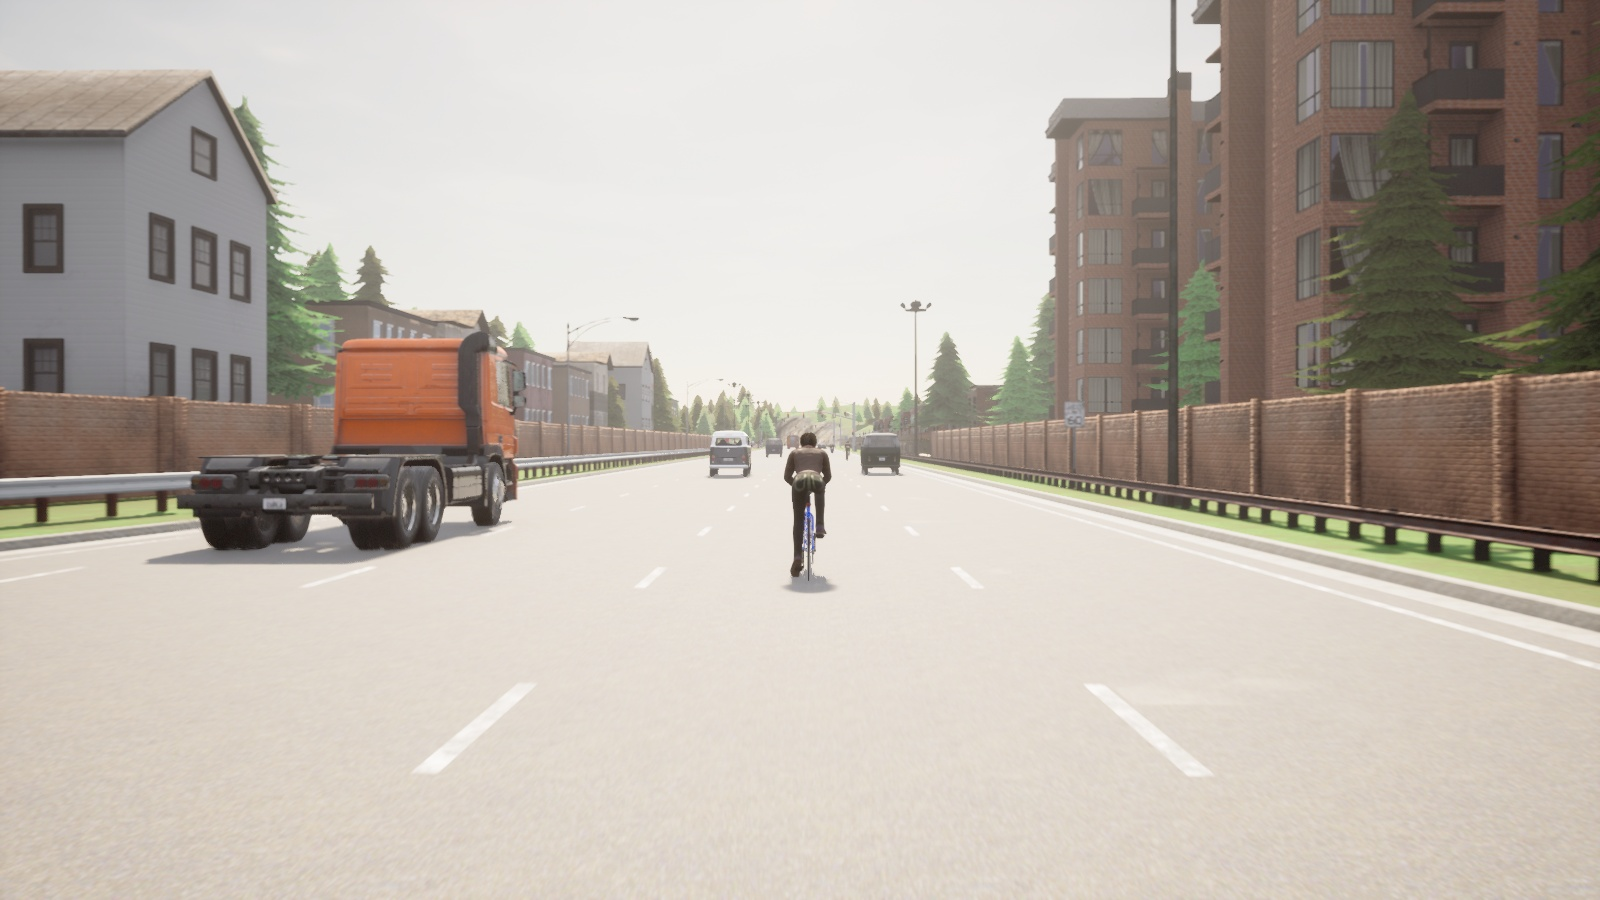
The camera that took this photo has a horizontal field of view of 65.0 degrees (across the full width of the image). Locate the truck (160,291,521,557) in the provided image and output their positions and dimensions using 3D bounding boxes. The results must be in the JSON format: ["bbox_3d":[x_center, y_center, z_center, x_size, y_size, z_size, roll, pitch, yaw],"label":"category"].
[{"bbox_3d":[-6.869,-0.355,20.323,2.891,3.462,7.936,0,0,0],"label":"truck"}]

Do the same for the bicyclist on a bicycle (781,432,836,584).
[{"bbox_3d":[0.096,0.620,14.183,0.582,1.620,1.656,0,0,0],"label":"bicyclist on a bicycle"}]

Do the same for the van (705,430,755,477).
[{"bbox_3d":[-3.160,0.145,57.532,2.069,2.038,4.480,0,0,0],"label":"van"}]

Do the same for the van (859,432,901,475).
[{"bbox_3d":[3.861,0.161,60.918,1.775,1.987,4.442,0,0,0],"label":"van"}]
